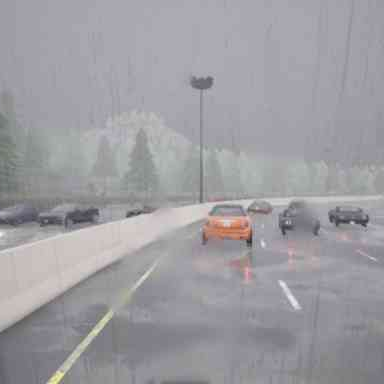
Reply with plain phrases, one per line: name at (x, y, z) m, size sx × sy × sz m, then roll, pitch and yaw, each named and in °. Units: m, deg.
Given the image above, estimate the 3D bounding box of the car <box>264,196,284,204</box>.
car at (15.576, 1.452, 62.833) m, size 1.837 × 1.490 × 4.892 m, roll 0°, pitch 0°, yaw 39°

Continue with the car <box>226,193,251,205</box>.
car at (8.248, 1.166, 58.807) m, size 2.150 × 2.045 × 5.566 m, roll 0°, pitch 0°, yaw 35°

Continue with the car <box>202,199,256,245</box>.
car at (1.776, 1.336, 15.630) m, size 2.097 × 1.767 × 4.553 m, roll 0°, pitch 0°, yaw 10°

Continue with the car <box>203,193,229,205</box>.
car at (4.279, 1.151, 59.223) m, size 2.150 × 2.045 × 5.566 m, roll 0°, pitch 0°, yaw 34°

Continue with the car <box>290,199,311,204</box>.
car at (11.540, 1.490, 35.701) m, size 1.837 × 1.490 × 4.892 m, roll 0°, pitch 0°, yaw 24°

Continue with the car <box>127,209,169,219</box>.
car at (-3.370, 1.555, 25.659) m, size 1.895 × 1.301 × 4.718 m, roll 0°, pitch 0°, yaw 16°

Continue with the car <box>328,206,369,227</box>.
car at (10.501, 1.601, 22.662) m, size 1.895 × 1.301 × 4.718 m, roll 0°, pitch 0°, yaw 16°

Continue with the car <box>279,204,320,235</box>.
car at (5.944, 1.593, 18.890) m, size 1.895 × 1.301 × 4.718 m, roll 0°, pitch 0°, yaw 13°

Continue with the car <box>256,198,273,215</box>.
car at (7.036, 1.538, 33.978) m, size 1.994 × 1.385 × 4.181 m, roll 0°, pitch 0°, yaw 21°
